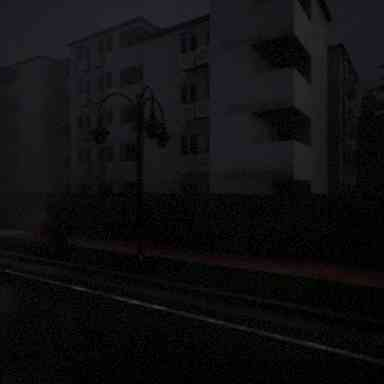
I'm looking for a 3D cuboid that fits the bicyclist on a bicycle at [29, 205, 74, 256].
[{"bbox_3d":[-4.610,1.237,11.021,0.582,1.620,1.656,0,0,33],"label":"bicyclist on a bicycle"}]
